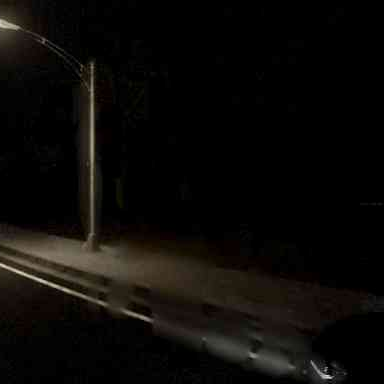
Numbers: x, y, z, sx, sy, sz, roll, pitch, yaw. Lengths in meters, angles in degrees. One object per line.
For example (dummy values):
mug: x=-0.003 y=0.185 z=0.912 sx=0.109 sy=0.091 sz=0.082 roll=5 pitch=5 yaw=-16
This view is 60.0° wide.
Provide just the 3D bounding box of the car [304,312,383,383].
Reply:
car: x=3.341 y=1.615 z=2.360 sx=4.892 sy=1.490 sz=1.837 roll=0 pitch=-1 yaw=36
